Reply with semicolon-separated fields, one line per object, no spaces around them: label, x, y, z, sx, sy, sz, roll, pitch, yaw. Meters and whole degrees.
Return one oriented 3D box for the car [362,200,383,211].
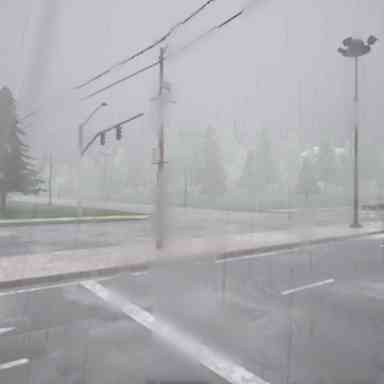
car;25.555;1.819;46.280;5.008;1.535;1.882;1;0;-35
